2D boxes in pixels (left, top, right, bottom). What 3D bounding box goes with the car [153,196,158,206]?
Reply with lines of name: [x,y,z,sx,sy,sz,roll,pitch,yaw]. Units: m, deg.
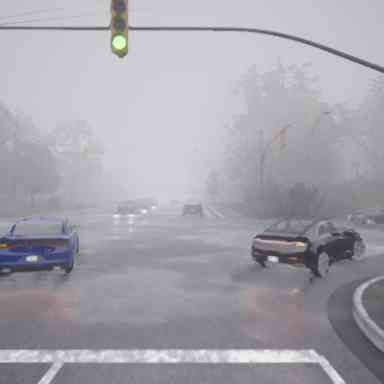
car: [-7.037,1.520,56.466,2.097,1.767,4.553,0,0,0]

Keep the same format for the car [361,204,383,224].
car: [12.983,1.558,22.194,4.902,1.511,2.128,0,0,4]

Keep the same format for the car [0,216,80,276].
car: [-4.729,1.510,10.678,1.882,1.535,5.008,1,0,-17]

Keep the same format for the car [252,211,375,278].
car: [3.765,1.524,10.405,2.128,1.511,4.902,-1,-1,43]

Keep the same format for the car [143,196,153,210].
car: [-7.060,1.643,46.542,1.837,1.490,4.892,0,0,0]

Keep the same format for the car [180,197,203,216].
car: [0.078,1.577,33.420,1.882,1.535,5.008,0,0,0]

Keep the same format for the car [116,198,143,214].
car: [-7.104,1.615,37.174,1.837,1.490,4.892,0,0,0]

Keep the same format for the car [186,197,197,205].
car: [-0.044,1.688,66.243,2.128,1.511,4.902,0,0,0]

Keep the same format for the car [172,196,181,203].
car: [-3.552,1.756,78.270,1.812,1.442,4.674,0,0,0]

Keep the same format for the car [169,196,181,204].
car: [-3.545,1.802,67.997,1.895,1.301,4.718,0,0,0]
